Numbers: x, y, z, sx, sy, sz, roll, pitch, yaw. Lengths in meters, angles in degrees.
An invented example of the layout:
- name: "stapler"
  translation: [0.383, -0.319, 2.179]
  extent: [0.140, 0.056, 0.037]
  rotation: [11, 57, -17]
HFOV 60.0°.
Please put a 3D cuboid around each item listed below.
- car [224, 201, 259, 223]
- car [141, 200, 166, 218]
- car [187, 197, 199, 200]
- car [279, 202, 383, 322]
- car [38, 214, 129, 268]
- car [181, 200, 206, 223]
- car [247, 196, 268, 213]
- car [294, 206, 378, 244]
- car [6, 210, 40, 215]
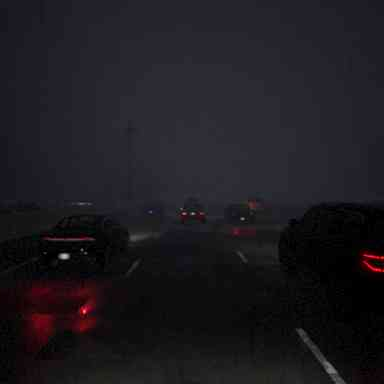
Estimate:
- name: "car"
  translation: [3.598, 1.611, 25.965]
  extent: [1.895, 1.301, 4.718]
  rotation: [0, 0, 0]
- name: "car"
  translation: [-3.401, 1.490, 29.964]
  extent: [1.882, 1.535, 5.008]
  rotation: [0, 0, 0]
- name: "car"
  translation: [0.098, 1.368, 42.039]
  extent: [2.097, 1.767, 4.553]
  rotation: [0, 0, 0]
- name: "car"
  translation: [3.599, 1.224, 7.382]
  extent: [2.150, 2.045, 5.566]
  rotation: [0, 0, 0]
- name: "car"
  translation: [-3.401, 1.496, 11.281]
  extent: [2.128, 1.511, 4.902]
  rotation: [0, 0, 0]
- name: "car"
  translation: [0.093, 1.558, 25.622]
  extent: [2.033, 1.411, 5.357]
  rotation: [0, 0, 0]
- name: "car"
  translation: [7.099, 1.367, 37.471]
  extent: [2.097, 1.767, 4.553]
  rotation: [0, 0, 0]
- name: "car"
  translation: [7.099, 1.554, 17.180]
  extent: [2.033, 1.411, 5.357]
  rotation: [0, 0, 0]
- name: "car"
  translation: [-14.100, 1.537, 27.308]
  extent: [1.812, 1.442, 4.674]
  rotation: [0, 0, 0]
